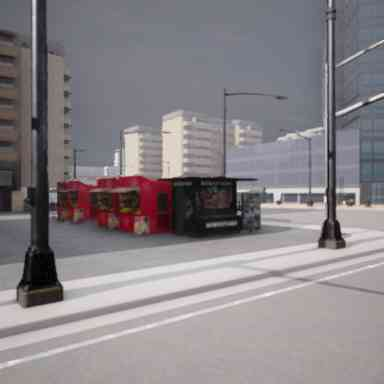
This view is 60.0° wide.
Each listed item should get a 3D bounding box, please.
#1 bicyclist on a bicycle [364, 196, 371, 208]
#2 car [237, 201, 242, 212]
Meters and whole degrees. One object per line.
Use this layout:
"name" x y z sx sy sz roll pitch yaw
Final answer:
"bicyclist on a bicycle" 22.560 1.288 42.667 1.656 1.620 0.582 -1 0 -36
"car" 4.591 1.641 39.385 1.882 1.535 5.008 0 -1 -36
